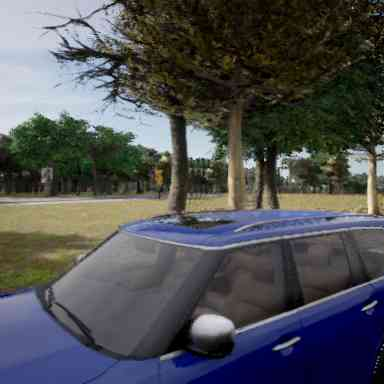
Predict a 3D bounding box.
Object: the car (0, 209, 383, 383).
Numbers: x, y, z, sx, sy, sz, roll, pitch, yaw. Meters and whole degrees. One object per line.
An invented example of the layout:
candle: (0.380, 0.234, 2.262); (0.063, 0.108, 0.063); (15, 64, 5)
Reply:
car: (0.131, 1.236, 3.167); (5.566, 2.045, 2.150); (1, 0, -36)
